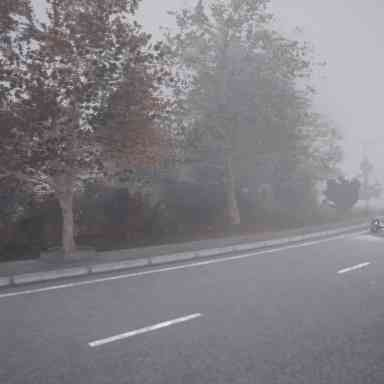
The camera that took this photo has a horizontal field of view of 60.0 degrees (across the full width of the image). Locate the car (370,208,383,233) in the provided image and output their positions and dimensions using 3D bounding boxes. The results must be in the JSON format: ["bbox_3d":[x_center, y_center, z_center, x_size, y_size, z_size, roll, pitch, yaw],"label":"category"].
[{"bbox_3d":[12.104,1.642,19.678,1.837,1.490,4.892,-1,-2,44],"label":"car"}]
